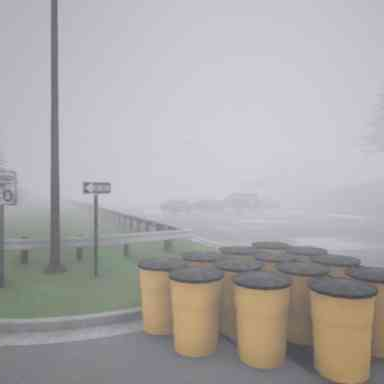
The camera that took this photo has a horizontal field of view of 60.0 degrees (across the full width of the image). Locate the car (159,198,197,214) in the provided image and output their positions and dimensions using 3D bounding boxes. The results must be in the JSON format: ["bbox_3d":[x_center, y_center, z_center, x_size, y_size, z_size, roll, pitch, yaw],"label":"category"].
[{"bbox_3d":[-1.725,1.371,32.884,2.128,1.511,4.902,0,0,-25],"label":"car"}]

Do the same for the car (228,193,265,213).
[{"bbox_3d":[4.881,1.083,35.282,2.150,2.045,5.566,0,0,-25],"label":"car"}]

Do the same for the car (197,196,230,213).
[{"bbox_3d":[1.446,1.361,34.368,2.128,1.511,4.902,0,0,-25],"label":"car"}]

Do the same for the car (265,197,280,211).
[{"bbox_3d":[7.788,1.341,37.325,2.128,1.511,4.902,0,0,-25],"label":"car"}]
